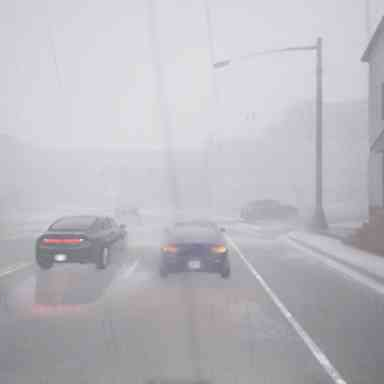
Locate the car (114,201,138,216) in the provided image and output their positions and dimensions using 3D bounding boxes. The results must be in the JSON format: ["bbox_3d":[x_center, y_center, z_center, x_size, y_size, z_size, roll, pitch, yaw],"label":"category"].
[{"bbox_3d":[-6.373,1.561,31.857,1.994,1.385,4.181,0,0,-17],"label":"car"}]

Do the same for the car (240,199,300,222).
[{"bbox_3d":[6.231,1.319,26.537,4.553,1.767,2.097,-3,1,-14],"label":"car"}]

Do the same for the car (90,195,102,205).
[{"bbox_3d":[-14.980,1.585,55.447,1.895,1.301,4.718,0,0,-1],"label":"car"}]

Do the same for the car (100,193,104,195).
[{"bbox_3d":[-18.824,1.206,71.718,2.150,2.045,5.566,0,0,-1],"label":"car"}]

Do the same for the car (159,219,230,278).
[{"bbox_3d":[0.076,1.531,10.075,1.812,1.442,4.674,0,0,0],"label":"car"}]

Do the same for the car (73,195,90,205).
[{"bbox_3d":[-18.493,1.329,56.127,2.097,1.767,4.553,0,0,-1],"label":"car"}]

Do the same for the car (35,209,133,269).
[{"bbox_3d":[-3.417,1.499,11.087,1.837,1.490,4.892,0,-1,0],"label":"car"}]
